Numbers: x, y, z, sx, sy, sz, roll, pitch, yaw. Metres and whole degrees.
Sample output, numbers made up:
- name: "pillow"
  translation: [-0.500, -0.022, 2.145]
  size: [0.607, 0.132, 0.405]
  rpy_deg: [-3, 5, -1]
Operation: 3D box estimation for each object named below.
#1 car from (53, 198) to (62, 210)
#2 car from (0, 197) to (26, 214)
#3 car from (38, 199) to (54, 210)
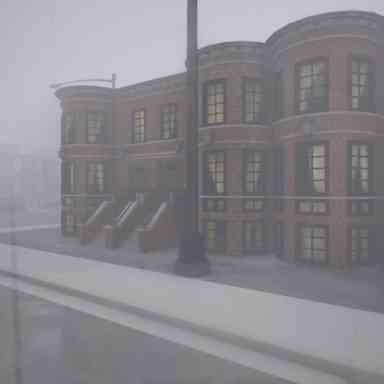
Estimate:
- name: "car"
  translation: [-14.194, 1.599, 41.171]
  size: [1.895, 1.301, 4.718]
  rpy_deg: [0, 0, 36]
- name: "car"
  translation: [-19.473, 1.350, 33.762]
  size: [2.097, 1.767, 4.553]
  rpy_deg: [0, 0, 35]
- name: "car"
  translation: [-17.260, 1.476, 42.899]
  size: [1.882, 1.535, 5.008]
  rpy_deg: [0, 0, 35]
